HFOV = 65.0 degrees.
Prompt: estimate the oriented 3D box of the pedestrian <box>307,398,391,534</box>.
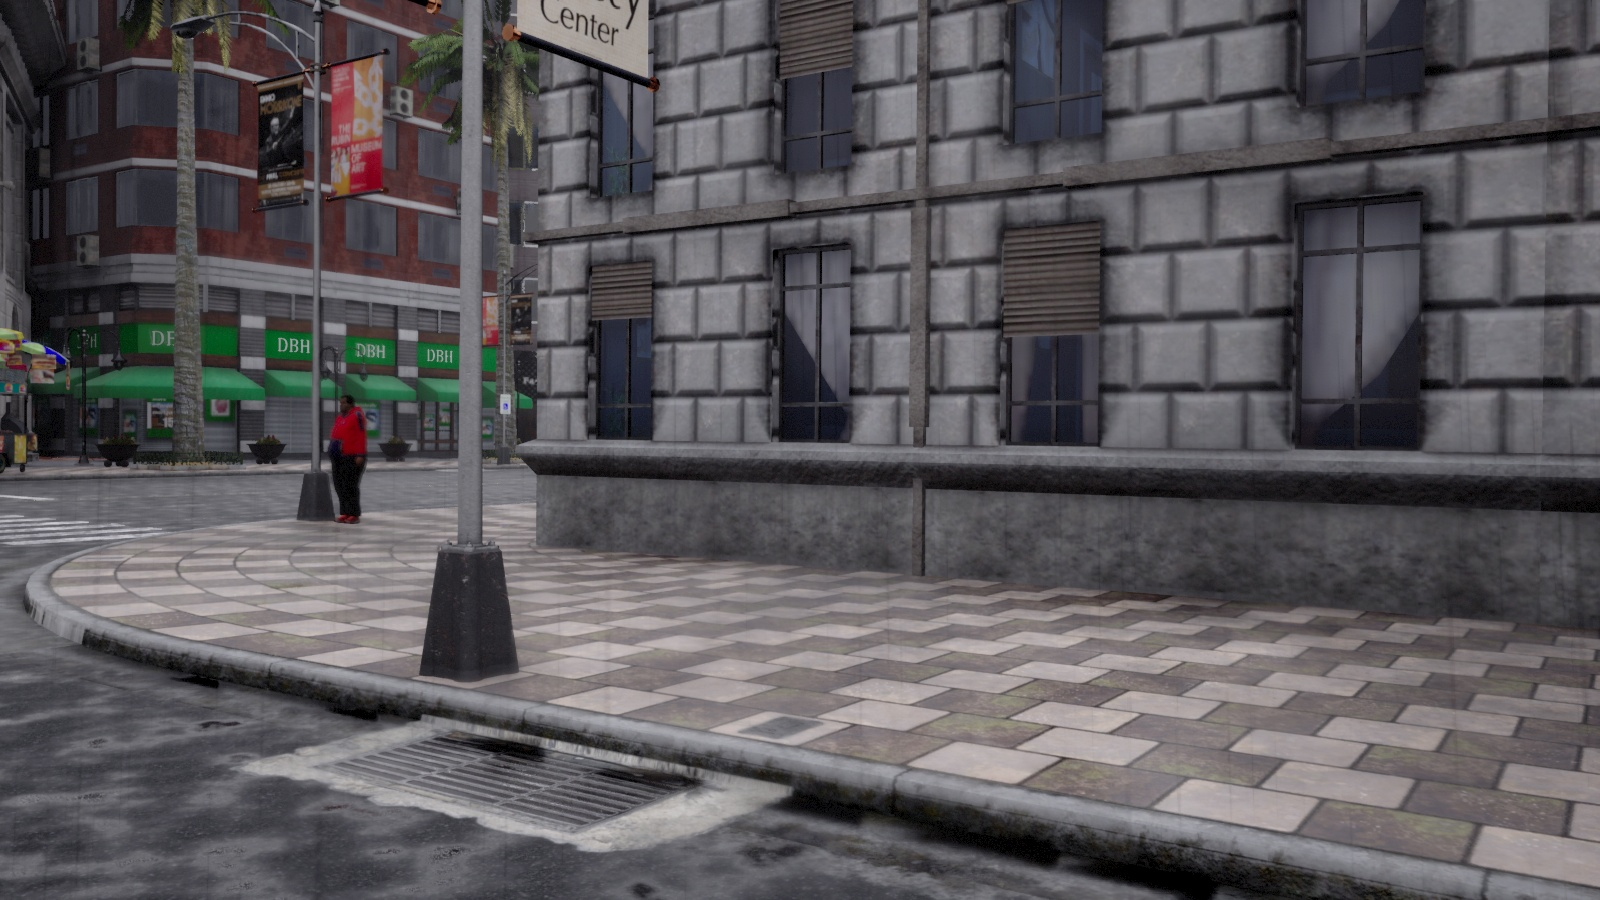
[{"bbox_3d":[-6.311,0.205,17.586,0.634,1.844,0.899,0,1,43],"label":"pedestrian"}]
